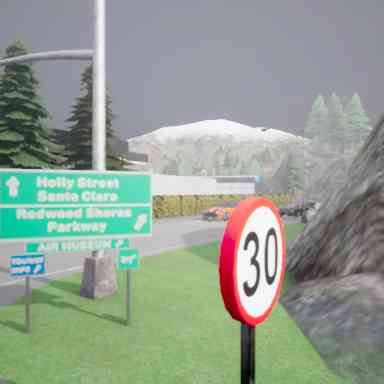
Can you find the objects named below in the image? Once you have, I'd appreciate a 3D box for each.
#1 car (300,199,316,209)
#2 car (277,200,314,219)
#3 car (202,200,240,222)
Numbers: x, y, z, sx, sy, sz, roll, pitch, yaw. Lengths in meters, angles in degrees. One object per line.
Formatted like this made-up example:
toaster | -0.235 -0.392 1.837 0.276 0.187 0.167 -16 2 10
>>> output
car | 15.682 1.687 46.156 1.837 1.490 4.892 0 0 36
car | 9.827 1.781 32.002 1.895 1.301 4.718 0 0 36
car | 2.815 1.527 28.657 2.097 1.767 4.553 0 0 36
